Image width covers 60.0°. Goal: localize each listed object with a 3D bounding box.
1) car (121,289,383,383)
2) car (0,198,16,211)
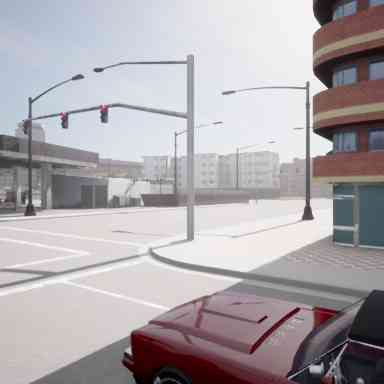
[{"bbox_3d":[1.611,1.601,2.824,4.718,1.301,1.895,0,0,36],"label":"car"},{"bbox_3d":[-22.253,1.456,38.776,3.806,1.475,1.970,0,0,36],"label":"car"}]
